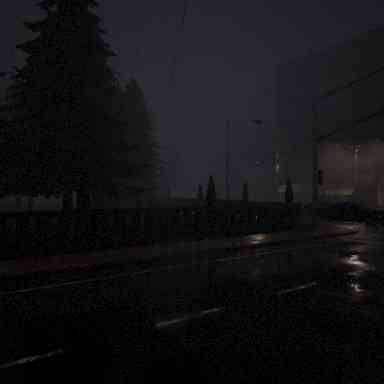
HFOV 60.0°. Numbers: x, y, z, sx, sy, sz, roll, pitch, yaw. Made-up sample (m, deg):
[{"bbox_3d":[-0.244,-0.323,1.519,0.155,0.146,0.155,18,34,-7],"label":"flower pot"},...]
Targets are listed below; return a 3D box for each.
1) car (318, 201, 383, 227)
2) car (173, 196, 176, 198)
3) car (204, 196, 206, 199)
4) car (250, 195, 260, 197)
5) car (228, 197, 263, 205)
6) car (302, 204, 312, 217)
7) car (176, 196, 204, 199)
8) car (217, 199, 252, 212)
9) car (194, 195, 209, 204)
[{"bbox_3d":[11.210,1.428,23.031,1.882,1.535,5.008,0,0,-35],"label":"car"},{"bbox_3d":[-2.523,1.437,55.803,2.128,1.511,4.902,0,0,-1],"label":"car"},{"bbox_3d":[1.352,1.422,51.352,1.882,1.535,5.008,0,0,-6],"label":"car"},{"bbox_3d":[14.852,1.469,77.601,1.812,1.442,4.674,0,0,40],"label":"car"},{"bbox_3d":[4.745,1.470,32.896,1.812,1.442,4.674,0,0,-31],"label":"car"},{"bbox_3d":[11.627,1.509,28.630,1.994,1.385,4.181,0,0,-34],"label":"car"},{"bbox_3d":[-0.386,1.470,43.516,1.812,1.442,4.674,0,0,-17],"label":"car"},{"bbox_3d":[4.961,1.546,39.475,1.895,1.301,4.718,0,0,-26],"label":"car"},{"bbox_3d":[1.969,1.468,66.932,1.882,1.535,5.008,0,0,14],"label":"car"}]
